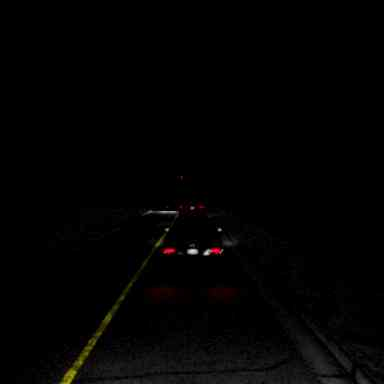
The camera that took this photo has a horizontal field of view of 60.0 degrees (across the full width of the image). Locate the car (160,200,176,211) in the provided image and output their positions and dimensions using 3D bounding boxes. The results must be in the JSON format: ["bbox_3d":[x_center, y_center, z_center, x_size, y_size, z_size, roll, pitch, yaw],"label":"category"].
[{"bbox_3d":[-3.095,1.794,44.169,1.994,1.385,4.181,0,-1,0],"label":"car"}]

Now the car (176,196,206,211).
[{"bbox_3d":[0.052,1.347,28.777,2.150,2.045,5.566,0,0,0],"label":"car"}]

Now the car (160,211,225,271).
[{"bbox_3d":[0.039,1.584,11.043,2.033,1.411,5.357,0,0,1],"label":"car"}]
